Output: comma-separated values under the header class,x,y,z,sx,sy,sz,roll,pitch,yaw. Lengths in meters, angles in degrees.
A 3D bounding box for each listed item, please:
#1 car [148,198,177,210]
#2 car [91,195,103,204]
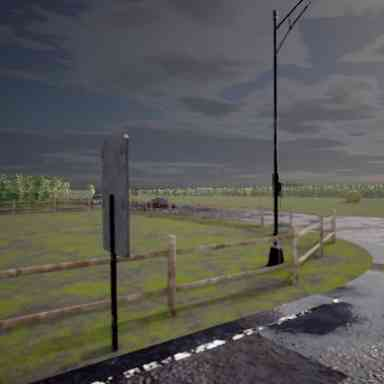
class,x,y,z,sx,sy,sz,roll,pitch,yaw
car,-3.479,1.352,38.772,1.994,1.385,4.181,-1,1,-35
car,-15.502,1.280,55.899,1.812,1.442,4.674,-1,1,-35
